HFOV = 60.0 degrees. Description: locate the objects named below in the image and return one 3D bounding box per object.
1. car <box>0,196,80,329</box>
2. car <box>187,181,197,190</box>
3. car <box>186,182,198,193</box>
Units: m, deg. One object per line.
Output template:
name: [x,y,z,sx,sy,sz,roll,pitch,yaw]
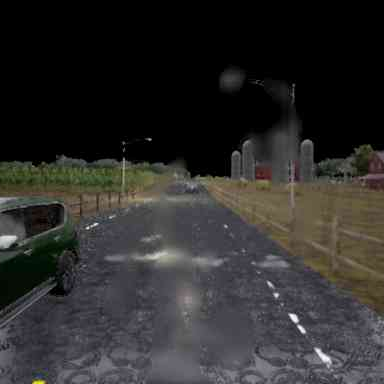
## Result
car: [-3.595,1.128,5.320,2.150,2.045,5.566,0,1,0]
car: [0.021,-1.425,71.097,2.097,1.767,4.553,0,3,0]
car: [0.018,-0.790,60.894,2.097,1.767,4.553,0,3,0]
